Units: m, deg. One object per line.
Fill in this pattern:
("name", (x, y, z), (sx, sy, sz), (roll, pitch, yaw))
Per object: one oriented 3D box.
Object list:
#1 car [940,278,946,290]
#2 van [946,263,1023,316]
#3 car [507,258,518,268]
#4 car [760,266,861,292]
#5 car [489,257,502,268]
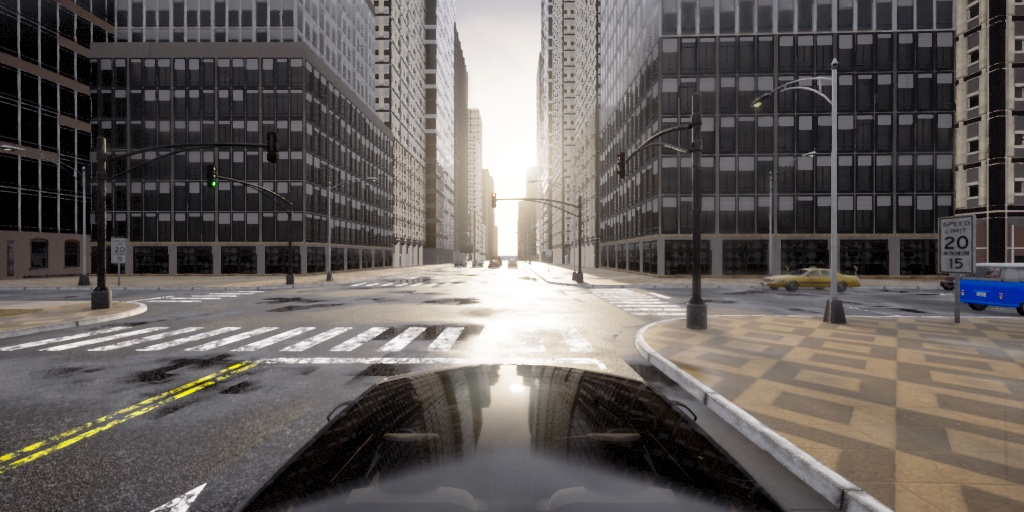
("car", (26.958, 1.357, 20.228), (4.207, 1.307, 1.802), (0, 0, 2))
("van", (18.379, 1.119, 12.558), (3.998, 1.789, 1.690), (0, 0, 2))
("car", (0.127, 1.408, 63.353), (2.033, 1.411, 5.357), (0, 0, 0))
("car", (17.125, 1.293, 20.733), (4.829, 1.417, 1.751), (0, 0, 2))
("car", (-3.123, 1.386, 63.359), (1.812, 1.442, 4.674), (0, 0, 0))
